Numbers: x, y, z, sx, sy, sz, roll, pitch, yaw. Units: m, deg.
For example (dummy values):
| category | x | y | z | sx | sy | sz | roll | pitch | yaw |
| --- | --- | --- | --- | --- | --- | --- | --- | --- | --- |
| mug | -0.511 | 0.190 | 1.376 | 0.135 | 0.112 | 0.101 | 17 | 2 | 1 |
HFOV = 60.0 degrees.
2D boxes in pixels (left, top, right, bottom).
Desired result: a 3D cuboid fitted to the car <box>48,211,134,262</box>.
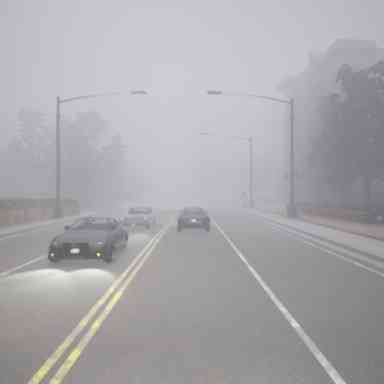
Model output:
| category | x | y | z | sx | sy | sz | roll | pitch | yaw |
| --- | --- | --- | --- | --- | --- | --- | --- | --- | --- |
| car | -3.581 | 1.615 | 12.158 | 1.994 | 1.385 | 4.181 | 0 | 0 | 0 |

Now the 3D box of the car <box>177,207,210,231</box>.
| category | x | y | z | sx | sy | sz | roll | pitch | yaw |
| --- | --- | --- | --- | --- | --- | --- | --- | --- | --- |
| car | 0.104 | 1.654 | 21.434 | 1.994 | 1.385 | 4.181 | 0 | 0 | 0 |

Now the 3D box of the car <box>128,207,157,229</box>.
| category | x | y | z | sx | sy | sz | roll | pitch | yaw |
| --- | --- | --- | --- | --- | --- | --- | --- | --- | --- |
| car | -3.565 | 1.695 | 22.520 | 1.895 | 1.301 | 4.718 | 0 | 0 | 0 |
